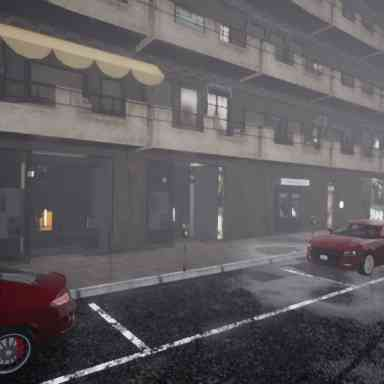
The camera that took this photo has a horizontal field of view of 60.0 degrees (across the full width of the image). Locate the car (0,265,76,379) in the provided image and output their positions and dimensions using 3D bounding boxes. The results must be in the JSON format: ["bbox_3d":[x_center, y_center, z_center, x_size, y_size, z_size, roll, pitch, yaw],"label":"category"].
[{"bbox_3d":[-3.600,1.582,3.978,4.206,1.307,1.802,0,1,-35],"label":"car"}]

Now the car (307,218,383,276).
[{"bbox_3d":[5.443,1.547,10.405,4.507,1.381,1.887,0,1,-35],"label":"car"}]
